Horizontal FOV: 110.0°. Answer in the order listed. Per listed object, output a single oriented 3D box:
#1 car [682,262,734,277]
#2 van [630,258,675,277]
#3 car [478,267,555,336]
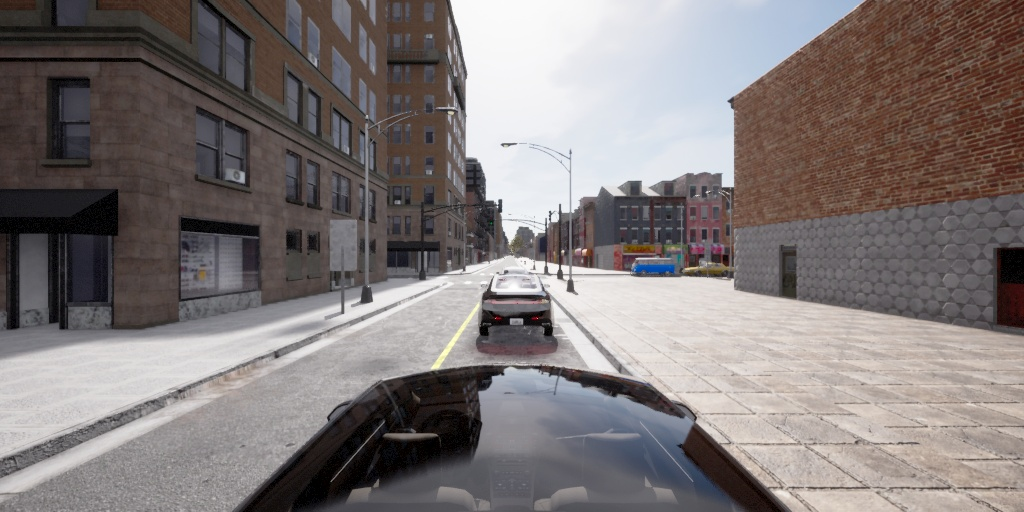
[{"bbox_3d":[19.206,1.267,35.060,4.829,1.417,1.751,0,0,0],"label":"car"},{"bbox_3d":[13.764,1.087,35.073,3.998,1.789,1.690,0,0,0],"label":"van"},{"bbox_3d":[0.105,1.241,10.370,2.128,1.511,4.902,0,0,0],"label":"car"}]
